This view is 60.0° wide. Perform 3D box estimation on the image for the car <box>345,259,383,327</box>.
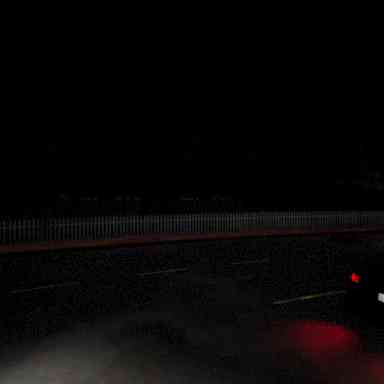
[{"bbox_3d":[4.746,1.564,5.745,4.181,1.385,1.994,0,0,-24],"label":"car"}]
